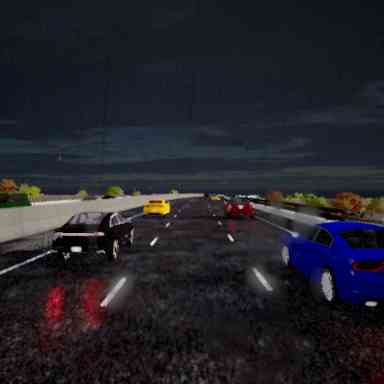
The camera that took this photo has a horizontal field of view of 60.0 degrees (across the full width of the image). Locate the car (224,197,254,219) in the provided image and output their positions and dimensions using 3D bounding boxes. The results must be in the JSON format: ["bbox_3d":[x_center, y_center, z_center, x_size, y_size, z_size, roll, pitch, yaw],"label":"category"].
[{"bbox_3d":[3.863,1.238,28.216,2.097,1.767,4.553,0,0,1],"label":"car"}]

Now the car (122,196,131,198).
[{"bbox_3d":[-12.751,1.428,64.688,1.895,1.301,4.718,0,0,2],"label":"car"}]

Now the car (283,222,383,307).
[{"bbox_3d":[3.632,1.444,8.007,1.882,1.535,5.008,0,0,0],"label":"car"}]

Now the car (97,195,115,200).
[{"bbox_3d":[-16.262,1.316,64.442,1.837,1.490,4.892,0,0,2],"label":"car"}]

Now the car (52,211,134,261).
[{"bbox_3d":[-3.340,1.439,12.069,2.128,1.511,4.902,0,0,0],"label":"car"}]

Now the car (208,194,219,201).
[{"bbox_3d":[5.406,1.264,79.607,1.801,1.575,5.366,0,0,3],"label":"car"}]

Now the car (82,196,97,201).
[{"bbox_3d":[-19.756,1.369,64.572,1.994,1.385,4.181,0,0,2],"label":"car"}]

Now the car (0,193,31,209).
[{"bbox_3d":[-13.903,1.117,24.307,2.150,2.045,5.566,0,0,1],"label":"car"}]

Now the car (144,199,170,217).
[{"bbox_3d":[-3.108,1.357,29.987,1.882,1.535,5.008,0,0,1],"label":"car"}]
